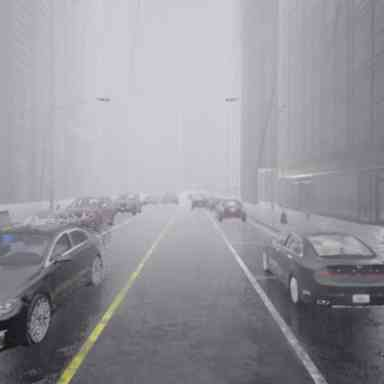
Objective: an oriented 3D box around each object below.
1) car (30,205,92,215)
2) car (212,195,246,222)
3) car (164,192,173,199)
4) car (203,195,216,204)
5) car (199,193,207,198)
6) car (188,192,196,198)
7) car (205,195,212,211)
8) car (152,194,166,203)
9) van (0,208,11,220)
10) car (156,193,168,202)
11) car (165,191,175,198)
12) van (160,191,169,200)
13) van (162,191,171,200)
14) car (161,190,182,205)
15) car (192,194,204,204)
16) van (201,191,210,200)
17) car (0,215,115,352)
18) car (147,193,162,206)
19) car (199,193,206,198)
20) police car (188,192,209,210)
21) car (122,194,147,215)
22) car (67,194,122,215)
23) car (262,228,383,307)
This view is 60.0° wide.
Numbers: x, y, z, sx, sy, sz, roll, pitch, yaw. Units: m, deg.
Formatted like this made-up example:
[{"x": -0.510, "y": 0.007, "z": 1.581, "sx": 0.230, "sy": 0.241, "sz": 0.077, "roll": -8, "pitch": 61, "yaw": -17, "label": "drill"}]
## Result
[{"x": -5.762, "y": 1.443, "z": 13.249, "sx": 2.008, "sy": 1.369, "sz": 4.403, "roll": 0, "pitch": 0, "yaw": 0, "label": "car"}, {"x": 2.765, "y": 1.244, "z": 24.533, "sx": 1.967, "sy": 1.590, "sz": 4.097, "roll": 0, "pitch": 0, "yaw": 0, "label": "car"}, {"x": -5.746, "y": 0.808, "z": 80.935, "sx": 1.967, "sy": 1.590, "sz": 4.097, "roll": 0, "pitch": 0, "yaw": 0, "label": "car"}, {"x": 2.773, "y": 1.131, "z": 52.736, "sx": 1.887, "sy": 1.381, "sz": 4.507, "roll": 0, "pitch": 0, "yaw": 0, "label": "car"}, {"x": 2.782, "y": 0.906, "z": 86.579, "sx": 1.802, "sy": 1.307, "sz": 4.206, "roll": 0, "pitch": 0, "yaw": 0, "label": "car"}, {"x": 0.023, "y": 0.684, "z": 87.363, "sx": 1.837, "sy": 1.490, "sz": 4.892, "roll": 0, "pitch": 0, "yaw": 0, "label": "car"}, {"x": 2.769, "y": 1.283, "z": 35.815, "sx": 1.947, "sy": 1.339, "sz": 4.313, "roll": 0, "pitch": 0, "yaw": 0, "label": "car"}, {"x": -5.751, "y": 1.093, "z": 58.374, "sx": 2.008, "sy": 1.369, "sz": 4.403, "roll": 0, "pitch": 0, "yaw": 0, "label": "car"}, {"x": -5.764, "y": 1.278, "z": 7.607, "sx": 1.690, "sy": 1.788, "sz": 3.998, "roll": 0, "pitch": 0, "yaw": 0, "label": "van"}, {"x": -5.750, "y": 1.025, "z": 63.844, "sx": 1.752, "sy": 1.417, "sz": 4.829, "roll": 0, "pitch": 0, "yaw": 0, "label": "car"}, {"x": -5.745, "y": 0.639, "z": 86.576, "sx": 2.192, "sy": 1.841, "sz": 5.009, "roll": 0, "pitch": 0, "yaw": 0, "label": "car"}, {"x": -5.749, "y": 0.796, "z": 69.654, "sx": 1.690, "sy": 1.788, "sz": 3.998, "roll": 0, "pitch": 0, "yaw": 0, "label": "van"}, {"x": -5.747, "y": 0.752, "z": 75.294, "sx": 1.690, "sy": 1.788, "sz": 3.998, "roll": 0, "pitch": 0, "yaw": 0, "label": "van"}, {"x": -3.072, "y": 0.841, "z": 48.483, "sx": 2.150, "sy": 2.045, "sz": 5.566, "roll": 0, "pitch": 0, "yaw": 0, "label": "car"}, {"x": 0.914, "y": 1.101, "z": 54.199, "sx": 1.812, "sy": 1.442, "sz": 4.674, "roll": 0, "pitch": 0, "yaw": 0, "label": "car"}, {"x": 2.776, "y": 0.796, "z": 69.656, "sx": 1.690, "sy": 1.788, "sz": 3.998, "roll": 0, "pitch": 0, "yaw": 0, "label": "van"}, {"x": -3.099, "y": 1.439, "z": 6.308, "sx": 2.128, "sy": 1.511, "sz": 4.902, "roll": 0, "pitch": 0, "yaw": 0, "label": "car"}, {"x": -5.754, "y": 1.196, "z": 47.093, "sx": 1.947, "sy": 1.339, "sz": 4.313, "roll": 0, "pitch": 0, "yaw": 0, "label": "car"}, {"x": 2.783, "y": 0.862, "z": 92.220, "sx": 1.802, "sy": 1.307, "sz": 4.206, "roll": 0, "pitch": 0, "yaw": 0, "label": "car"}, {"x": 0.853, "y": 1.123, "z": 38.300, "sx": 1.930, "sy": 1.638, "sz": 5.238, "roll": 0, "pitch": 0, "yaw": -1, "label": "police car"}, {"x": -5.759, "y": 1.076, "z": 30.169, "sx": 2.192, "sy": 1.841, "sz": 5.009, "roll": 0, "pitch": 0, "yaw": 0, "label": "car"}, {"x": -5.762, "y": 1.163, "z": 18.888, "sx": 2.192, "sy": 1.841, "sz": 5.009, "roll": 0, "pitch": 0, "yaw": 0, "label": "car"}, {"x": 2.762, "y": 1.488, "z": 7.613, "sx": 2.008, "sy": 1.369, "sz": 4.403, "roll": 0, "pitch": 0, "yaw": 0, "label": "car"}]
